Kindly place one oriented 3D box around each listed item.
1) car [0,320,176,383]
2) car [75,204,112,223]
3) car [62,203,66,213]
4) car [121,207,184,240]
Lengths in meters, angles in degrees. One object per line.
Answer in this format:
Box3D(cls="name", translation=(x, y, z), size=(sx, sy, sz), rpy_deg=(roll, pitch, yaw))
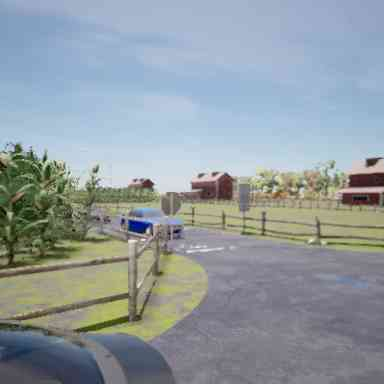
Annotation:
Box3D(cls="car", translation=(-2.286, 1.534, 1.268), size=(4.892, 1.490, 1.837), rpy_deg=(1, -1, -32))
Box3D(cls="car", translation=(-8.109, 1.711, 27.151), size=(2.128, 1.511, 4.902), rpy_deg=(1, -1, -35))
Box3D(cls="car", translation=(-15.265, 1.612, 37.091), size=(2.097, 1.767, 4.553), rpy_deg=(2, -1, -39))
Box3D(cls="car", translation=(-2.315, 1.658, 18.604), size=(1.882, 1.535, 5.008), rpy_deg=(1, -1, -34))
